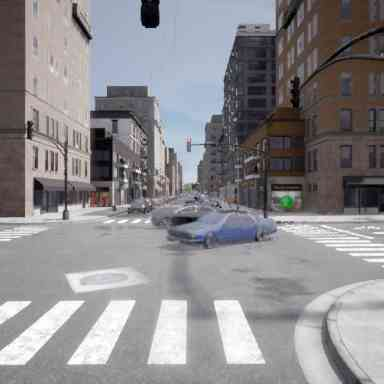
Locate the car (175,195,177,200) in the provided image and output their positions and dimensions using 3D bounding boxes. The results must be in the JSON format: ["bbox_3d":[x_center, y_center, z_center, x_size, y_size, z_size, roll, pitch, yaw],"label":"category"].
[{"bbox_3d":[-5.823,1.721,91.264,1.887,1.381,4.507,0,0,0],"label":"car"}]

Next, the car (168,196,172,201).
[{"bbox_3d":[-5.801,1.552,69.220,1.967,1.590,4.097,0,0,0],"label":"car"}]

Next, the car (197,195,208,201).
[{"bbox_3d":[2.240,1.637,52.696,1.947,1.339,4.313,0,0,0],"label":"car"}]

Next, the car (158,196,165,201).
[{"bbox_3d":[-5.785,1.653,52.688,1.802,1.307,4.206,0,0,0],"label":"car"}]

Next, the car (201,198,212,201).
[{"bbox_3d":[2.257,1.606,36.163,1.947,1.339,4.313,0,0,0],"label":"car"}]

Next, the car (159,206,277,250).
[{"bbox_3d":[1.485,1.540,14.595,5.357,1.411,2.033,0,0,-38],"label":"car"}]

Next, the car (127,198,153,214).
[{"bbox_3d":[-5.768,1.480,36.156,1.967,1.590,4.097,0,0,0],"label":"car"}]

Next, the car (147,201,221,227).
[{"bbox_3d":[-0.041,1.507,20.626,4.902,1.511,2.128,0,0,0],"label":"car"}]

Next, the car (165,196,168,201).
[{"bbox_3d":[-5.790,1.634,58.199,2.008,1.369,4.403,0,0,0],"label":"car"}]

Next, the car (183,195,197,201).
[{"bbox_3d":[-0.307,1.692,61.417,1.895,1.301,4.718,0,0,0],"label":"car"}]

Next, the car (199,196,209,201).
[{"bbox_3d":[2.246,1.641,47.186,1.802,1.307,4.206,0,0,0],"label":"car"}]

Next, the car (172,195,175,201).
[{"bbox_3d":[-5.812,1.695,80.242,2.008,1.369,4.403,0,0,0],"label":"car"}]

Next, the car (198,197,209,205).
[{"bbox_3d":[2.229,1.648,63.718,2.008,1.369,4.403,0,0,0],"label":"car"}]

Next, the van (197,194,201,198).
[{"bbox_3d":[2.235,1.424,58.207,1.690,1.788,3.998,0,0,0],"label":"van"}]

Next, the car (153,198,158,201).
[{"bbox_3d":[-5.774,1.490,41.667,1.967,1.590,4.097,0,0,0],"label":"car"}]
